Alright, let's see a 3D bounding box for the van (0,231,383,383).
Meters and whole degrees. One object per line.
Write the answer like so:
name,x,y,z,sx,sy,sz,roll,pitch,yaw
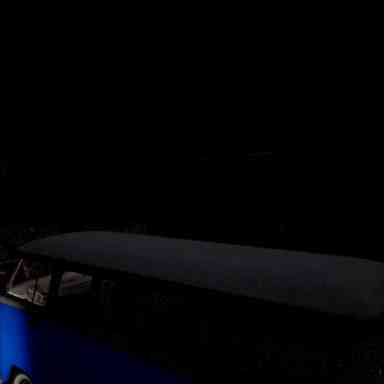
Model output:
van,-0.212,1.341,3.015,3.998,1.788,1.690,0,-1,36
